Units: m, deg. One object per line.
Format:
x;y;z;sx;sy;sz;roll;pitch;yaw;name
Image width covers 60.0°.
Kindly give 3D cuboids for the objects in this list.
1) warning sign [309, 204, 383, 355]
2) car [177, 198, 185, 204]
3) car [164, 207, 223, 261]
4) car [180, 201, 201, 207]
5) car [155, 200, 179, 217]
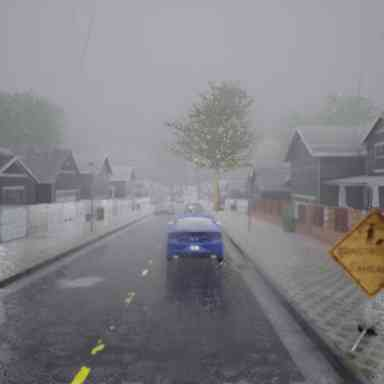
2.561;1.155;4.775;1.300;1.860;1.060;2;2;0;warning sign
-2.630;2.117;76.433;2.033;1.411;5.357;0;0;0;car
0.101;1.579;12.715;1.882;1.535;5.008;0;0;0;car
0.144;1.808;31.150;2.033;1.411;5.357;0;-1;0;car
-2.790;1.862;35.199;1.994;1.385;4.181;0;-1;0;car
